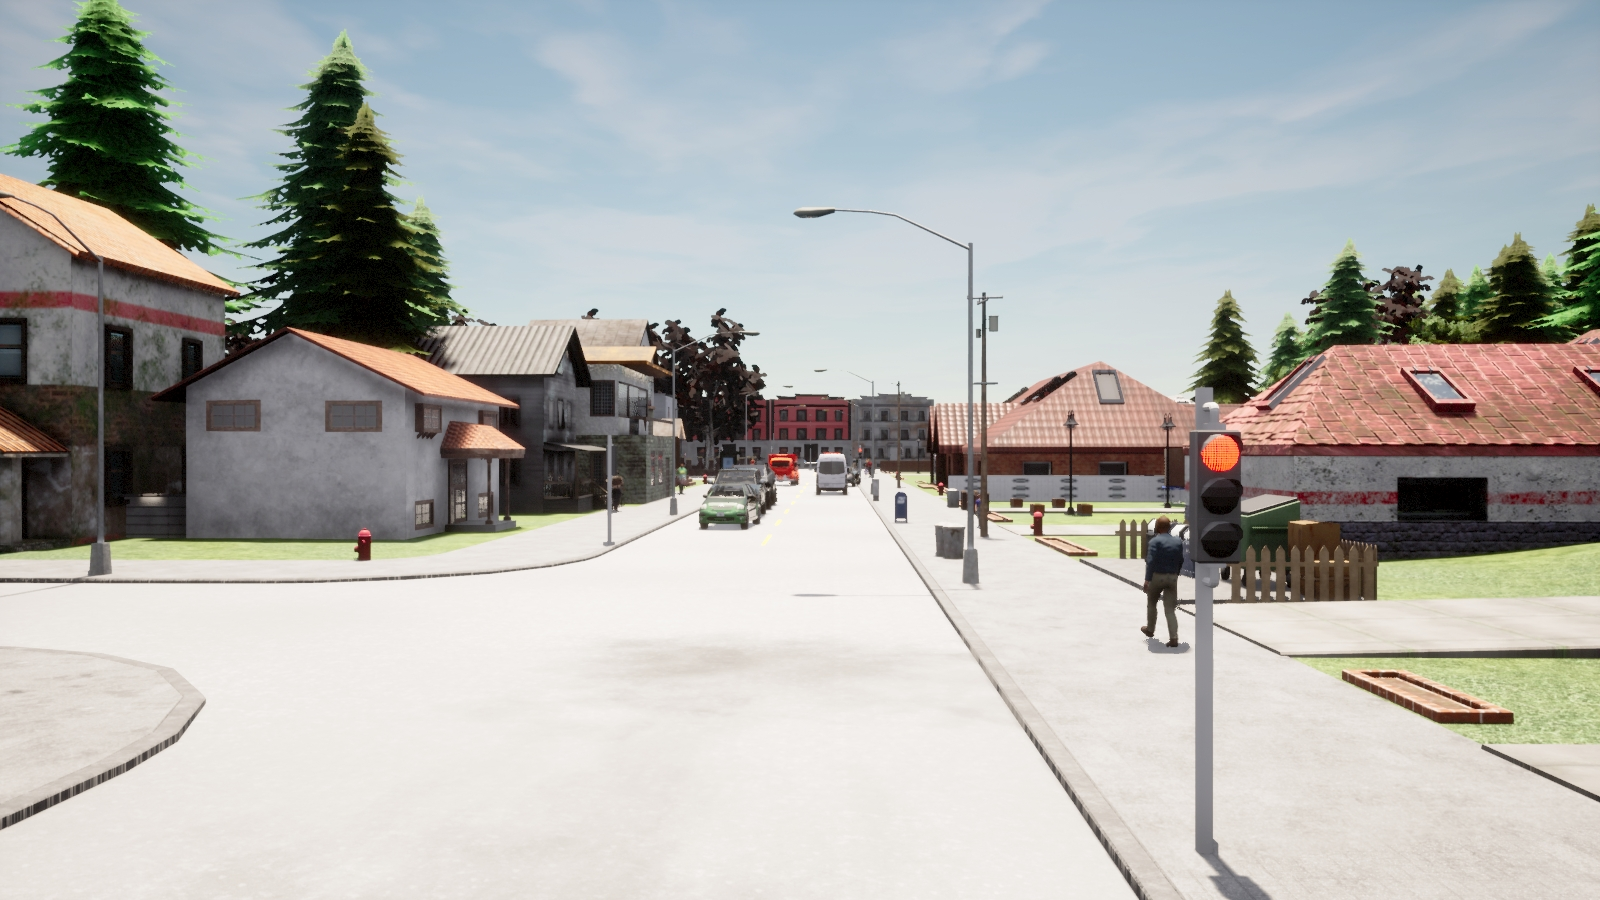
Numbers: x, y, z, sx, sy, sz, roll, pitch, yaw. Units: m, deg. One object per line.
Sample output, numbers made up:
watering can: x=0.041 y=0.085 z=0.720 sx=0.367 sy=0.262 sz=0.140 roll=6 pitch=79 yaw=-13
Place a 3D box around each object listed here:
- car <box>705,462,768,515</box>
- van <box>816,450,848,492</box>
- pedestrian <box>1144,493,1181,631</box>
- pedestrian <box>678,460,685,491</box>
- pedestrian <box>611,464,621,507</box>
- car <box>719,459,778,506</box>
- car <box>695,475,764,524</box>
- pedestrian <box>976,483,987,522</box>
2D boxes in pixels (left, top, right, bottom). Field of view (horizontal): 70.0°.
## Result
car: x=-2.626 y=1.559 z=48.404 sx=2.150 sy=2.045 sz=5.566 roll=0 pitch=0 yaw=2
van: x=2.035 y=1.315 z=73.194 sx=1.988 sy=2.561 sz=5.915 roll=0 pitch=0 yaw=2
pedestrian: x=4.962 y=1.524 z=15.663 sx=0.375 sy=1.860 sz=0.375 roll=0 pitch=0 yaw=-4
pedestrian: x=-7.131 y=1.524 z=68.912 sx=0.375 sy=1.860 sz=0.375 roll=0 pitch=0 yaw=-12
pedestrian: x=-7.989 y=1.525 z=49.647 sx=0.375 sy=1.860 sz=0.375 roll=0 pitch=0 yaw=2
car: x=-2.451 y=1.534 z=55.813 sx=2.390 sy=2.098 sz=6.274 roll=0 pitch=0 yaw=2
car: x=-2.533 y=1.779 z=41.798 sx=1.851 sy=1.617 sz=3.988 roll=0 pitch=0 yaw=7
pedestrian: x=6.227 y=1.803 z=39.191 sx=0.375 sy=1.300 sz=0.375 roll=0 pitch=0 yaw=10
